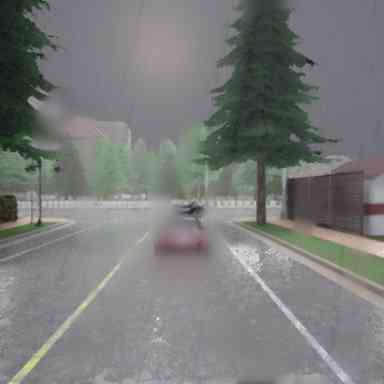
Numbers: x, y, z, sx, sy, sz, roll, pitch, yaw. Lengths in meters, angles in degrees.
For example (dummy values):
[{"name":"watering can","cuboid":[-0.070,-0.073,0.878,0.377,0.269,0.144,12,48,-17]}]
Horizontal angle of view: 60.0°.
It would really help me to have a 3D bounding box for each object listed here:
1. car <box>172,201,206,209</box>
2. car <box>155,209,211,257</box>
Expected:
[{"name":"car","cuboid":[-0.165,1.529,27.744,2.128,1.511,4.902,0,-1,18]},{"name":"car","cuboid":[-0.380,1.573,13.093,1.994,1.385,4.181,0,0,-3]}]
